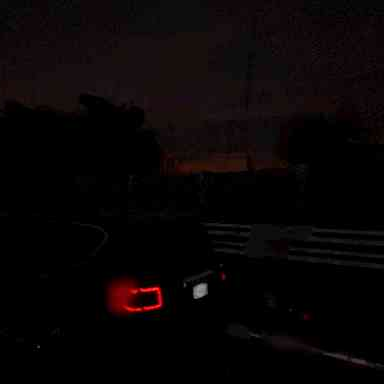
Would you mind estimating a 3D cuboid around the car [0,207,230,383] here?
[{"bbox_3d":[-2.075,1.285,5.471,5.566,2.045,2.150,-1,0,35],"label":"car"}]
